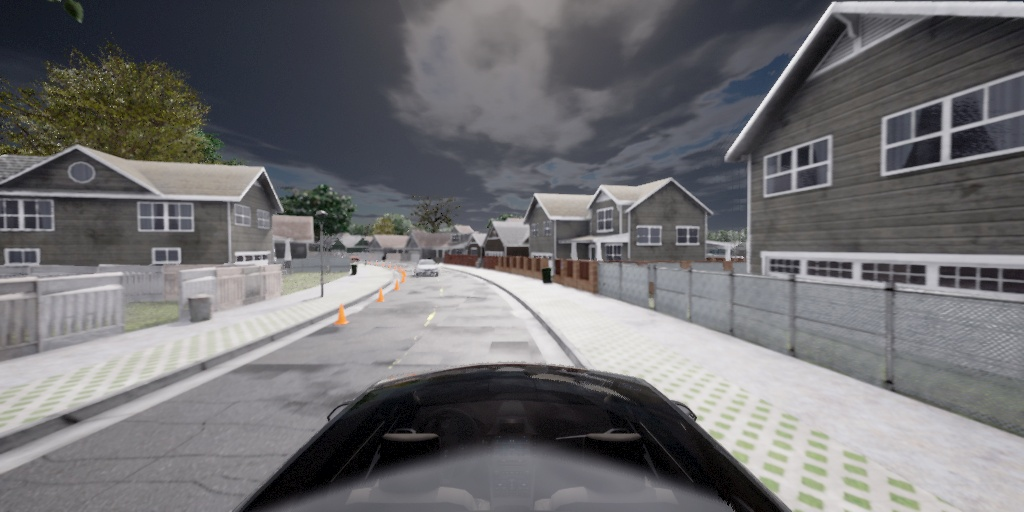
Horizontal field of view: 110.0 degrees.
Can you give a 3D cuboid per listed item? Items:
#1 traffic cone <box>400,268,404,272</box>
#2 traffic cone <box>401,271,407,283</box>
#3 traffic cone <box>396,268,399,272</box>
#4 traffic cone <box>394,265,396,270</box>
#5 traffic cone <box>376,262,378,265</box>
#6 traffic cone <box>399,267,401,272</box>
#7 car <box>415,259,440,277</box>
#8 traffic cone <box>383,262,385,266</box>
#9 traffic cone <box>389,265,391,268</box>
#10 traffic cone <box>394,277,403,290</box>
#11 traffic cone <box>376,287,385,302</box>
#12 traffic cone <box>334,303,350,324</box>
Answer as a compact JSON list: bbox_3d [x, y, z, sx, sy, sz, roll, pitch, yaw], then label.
[{"bbox_3d":[-8.822,1.500,29.519,0.340,0.580,0.340,0,0,-17],"label":"traffic cone"},{"bbox_3d":[-7.518,1.545,24.813,0.340,0.580,0.340,0,0,-14],"label":"traffic cone"},{"bbox_3d":[-12.085,1.391,38.723,0.340,0.580,0.340,0,0,-22],"label":"traffic cone"},{"bbox_3d":[-14.035,1.329,43.199,0.340,0.580,0.340,0,0,-25],"label":"traffic cone"},{"bbox_3d":[-21.110,1.131,56.016,0.340,0.580,0.340,0,0,-33],"label":"traffic cone"},{"bbox_3d":[-10.345,1.448,34.159,0.340,0.580,0.340,0,0,-20],"label":"traffic cone"},{"bbox_3d":[-7.607,1.026,31.907,1.812,1.442,4.674,-1,1,-18],"label":"car"},{"bbox_3d":[-18.552,1.194,51.856,0.340,0.580,0.340,0,0,-30],"label":"traffic cone"},{"bbox_3d":[-16.192,1.261,47.580,0.340,0.580,0.340,0,0,-28],"label":"traffic cone"},{"bbox_3d":[-6.434,1.584,20.051,0.340,0.580,0.340,0,0,-11],"label":"traffic cone"},{"bbox_3d":[-5.573,1.619,15.243,0.340,0.580,0.340,0,0,-9],"label":"traffic cone"},{"bbox_3d":[-4.940,1.654,10.400,0.340,0.580,0.340,0,0,-6],"label":"traffic cone"}]
